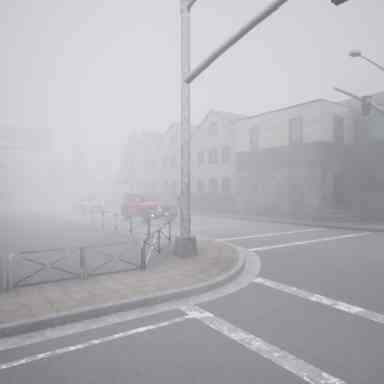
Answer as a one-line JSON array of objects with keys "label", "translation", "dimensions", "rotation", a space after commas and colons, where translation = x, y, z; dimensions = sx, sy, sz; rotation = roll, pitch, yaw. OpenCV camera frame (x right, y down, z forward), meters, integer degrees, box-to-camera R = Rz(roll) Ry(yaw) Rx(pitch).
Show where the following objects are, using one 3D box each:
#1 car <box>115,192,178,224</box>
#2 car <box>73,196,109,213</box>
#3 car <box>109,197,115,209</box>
[{"label": "car", "translation": [-3.202, 1.045, 23.663], "dimensions": [2.150, 2.045, 5.566], "rotation": [0, 0, -35]}, {"label": "car", "translation": [-10.633, 1.175, 34.188], "dimensions": [2.097, 1.767, 4.553], "rotation": [0, 0, -36]}, {"label": "car", "translation": [-10.536, 1.328, 40.416], "dimensions": [1.837, 1.490, 4.892], "rotation": [0, 0, -35]}]
